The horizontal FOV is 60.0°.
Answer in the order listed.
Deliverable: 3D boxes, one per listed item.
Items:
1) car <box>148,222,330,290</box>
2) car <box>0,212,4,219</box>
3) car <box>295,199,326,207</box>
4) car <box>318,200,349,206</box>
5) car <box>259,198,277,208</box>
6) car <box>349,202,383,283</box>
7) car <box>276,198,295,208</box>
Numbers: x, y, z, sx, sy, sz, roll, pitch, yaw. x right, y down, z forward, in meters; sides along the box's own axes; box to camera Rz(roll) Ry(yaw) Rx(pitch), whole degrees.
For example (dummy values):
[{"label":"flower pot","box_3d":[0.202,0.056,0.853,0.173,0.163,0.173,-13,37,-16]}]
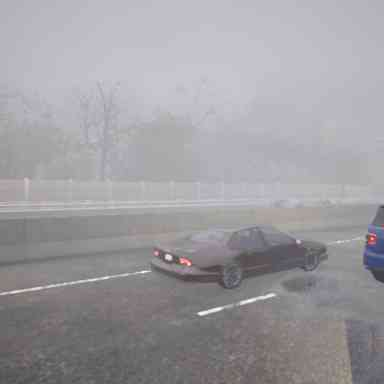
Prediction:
[{"label":"car","box_3d":[1.502,1.552,9.116,5.357,1.411,2.033,0,0,-35]},{"label":"car","box_3d":[-14.178,1.547,19.674,5.357,1.411,2.033,0,0,-35]},{"label":"car","box_3d":[13.414,1.538,35.029,4.892,1.490,1.837,0,0,-35]},{"label":"car","box_3d":[14.397,1.632,31.436,4.718,1.301,1.895,0,0,-35]},{"label":"car","box_3d":[10.538,1.540,41.571,4.892,1.490,1.837,0,0,-35]},{"label":"car","box_3d":[6.578,1.229,8.433,5.566,2.045,2.150,0,0,-35]},{"label":"car","box_3d":[12.350,1.560,38.567,4.674,1.442,1.812,0,0,-35]}]
